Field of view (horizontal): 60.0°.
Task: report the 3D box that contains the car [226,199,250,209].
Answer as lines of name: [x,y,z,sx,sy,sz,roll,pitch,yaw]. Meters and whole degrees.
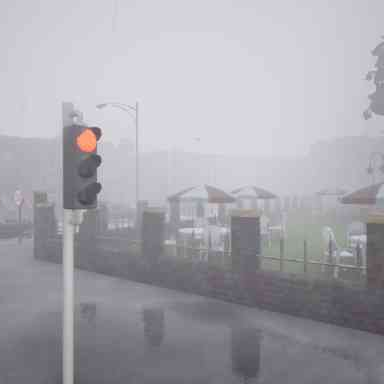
car: [5.570,1.479,42.729,1.882,1.535,5.008,0,0,42]

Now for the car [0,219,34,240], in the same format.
car: [-9.244,1.601,14.821,1.895,1.301,4.718,0,0,35]

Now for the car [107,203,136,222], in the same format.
car: [-6.316,1.564,26.187,1.994,1.385,4.181,0,0,35]

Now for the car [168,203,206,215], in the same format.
car: [-0.446,1.505,34.450,1.837,1.490,4.892,0,0,35]
